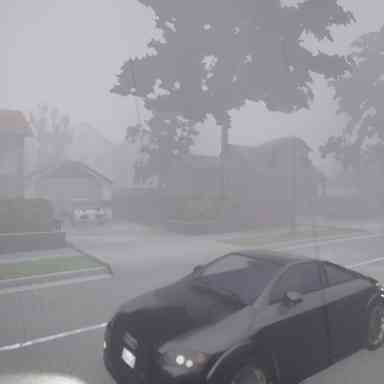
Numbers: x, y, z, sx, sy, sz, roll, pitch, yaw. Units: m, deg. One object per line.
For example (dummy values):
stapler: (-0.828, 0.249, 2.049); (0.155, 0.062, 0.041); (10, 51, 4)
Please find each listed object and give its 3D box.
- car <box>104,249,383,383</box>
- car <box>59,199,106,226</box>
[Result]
car: (0.950, 1.563, 4.665); (4.181, 1.385, 1.994); (0, 0, -36)
car: (-6.583, 1.166, 19.905); (1.970, 1.475, 3.806); (0, 0, -35)
